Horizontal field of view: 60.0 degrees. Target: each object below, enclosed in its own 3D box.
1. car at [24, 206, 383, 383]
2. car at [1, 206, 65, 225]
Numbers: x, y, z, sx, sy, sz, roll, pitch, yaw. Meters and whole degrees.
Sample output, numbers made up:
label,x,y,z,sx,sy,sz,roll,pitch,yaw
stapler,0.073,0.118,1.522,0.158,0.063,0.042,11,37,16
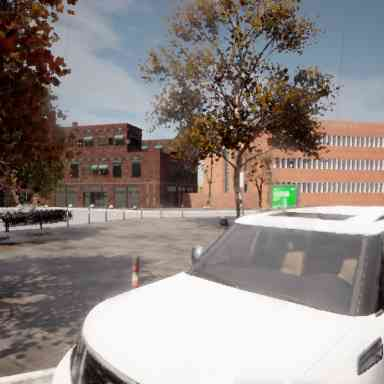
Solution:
label,x,y,z,sx,sy,sz,roll,pitch,yaw
car,1.423,1.225,3.809,5.566,2.045,2.150,0,0,-44
car,-11.019,1.634,24.111,1.895,1.301,4.718,0,0,31
